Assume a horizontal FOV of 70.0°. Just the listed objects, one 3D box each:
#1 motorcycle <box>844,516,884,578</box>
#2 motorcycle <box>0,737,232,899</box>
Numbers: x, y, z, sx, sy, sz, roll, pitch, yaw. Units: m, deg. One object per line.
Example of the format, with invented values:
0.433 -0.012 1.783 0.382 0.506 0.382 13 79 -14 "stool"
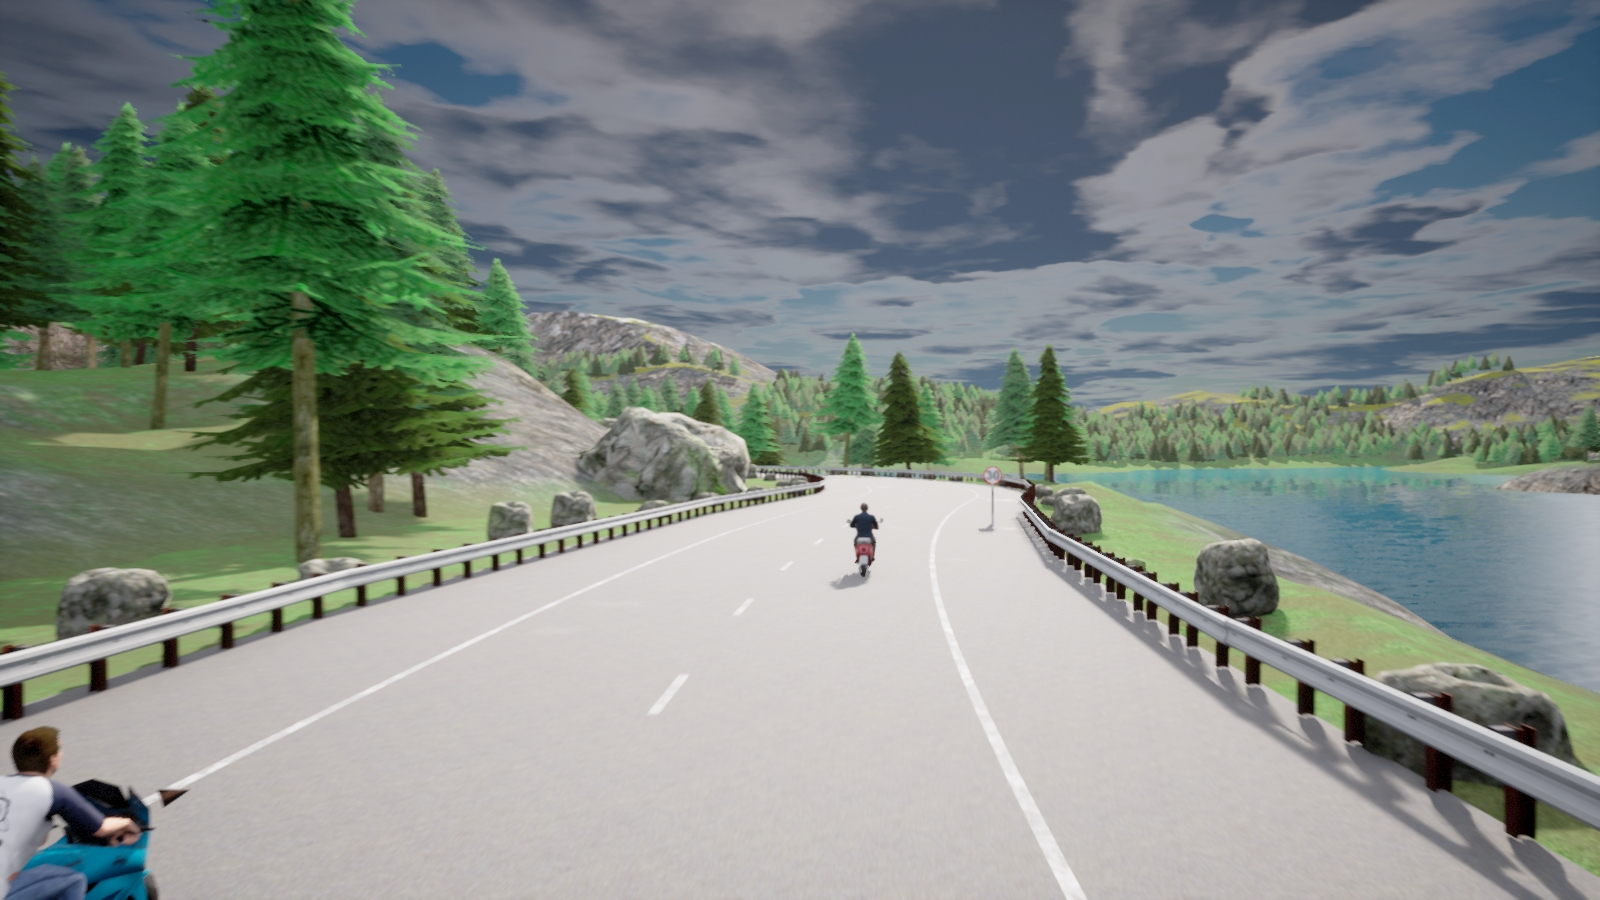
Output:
1.473 2.183 25.981 0.856 1.236 1.805 0 0 5 "motorcycle"
-3.515 2.174 5.203 0.803 1.217 2.033 0 0 1 "motorcycle"
